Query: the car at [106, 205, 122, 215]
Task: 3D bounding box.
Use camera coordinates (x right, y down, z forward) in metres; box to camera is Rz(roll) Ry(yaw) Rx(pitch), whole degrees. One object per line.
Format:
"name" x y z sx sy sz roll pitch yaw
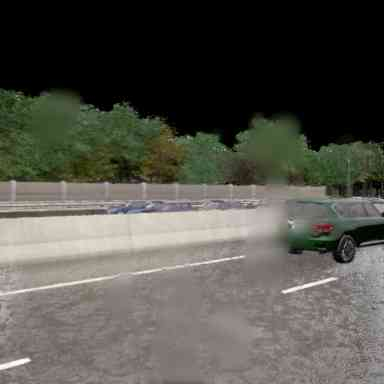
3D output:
"car" -5.393 1.552 30.235 4.674 1.442 1.812 0 0 -35

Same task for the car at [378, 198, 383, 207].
"car" 31.067 1.604 51.891 4.674 1.442 1.812 0 0 -35

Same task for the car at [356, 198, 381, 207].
"car" 29.041 1.646 54.739 4.181 1.385 1.994 0 0 -35

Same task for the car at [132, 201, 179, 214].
"car" -1.313 1.569 24.554 5.357 1.411 2.033 0 0 -35

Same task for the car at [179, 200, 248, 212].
"car" 1.753 1.372 22.432 4.553 1.767 2.097 0 0 -35

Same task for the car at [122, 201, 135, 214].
"car" -3.038 1.550 27.615 4.674 1.442 1.812 0 0 -35

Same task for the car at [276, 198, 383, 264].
"car" 5.479 1.233 12.079 5.566 2.045 2.150 0 0 -36
